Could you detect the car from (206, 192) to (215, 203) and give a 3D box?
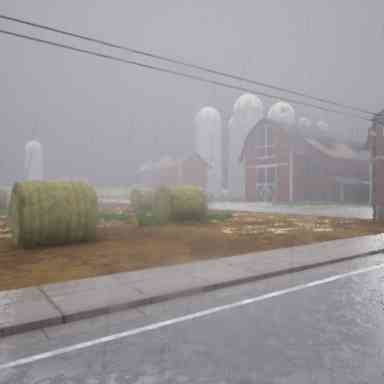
[{"bbox_3d":[2.405,1.103,62.189,3.866,1.878,1.905,-2,5,11],"label":"car"}]
